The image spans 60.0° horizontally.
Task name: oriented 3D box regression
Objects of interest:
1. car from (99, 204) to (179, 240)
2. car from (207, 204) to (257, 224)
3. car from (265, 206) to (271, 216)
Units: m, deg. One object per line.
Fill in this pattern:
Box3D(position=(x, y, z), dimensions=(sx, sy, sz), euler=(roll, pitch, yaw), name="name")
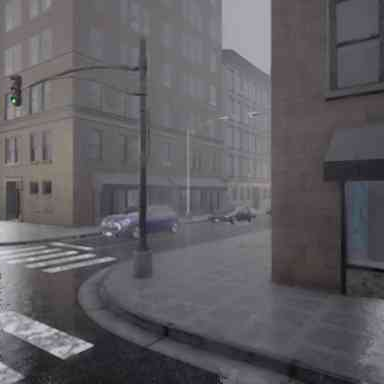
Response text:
Box3D(position=(-2.707, 1.446, 17.819), dimensions=(2.097, 1.767, 4.553), euler=(0, 0, 36), name="car")
Box3D(position=(3.338, 1.699, 26.314), dimensions=(2.033, 1.411, 5.357), euler=(0, 0, 35), name="car")
Box3D(position=(9.535, 1.756, 34.990), dimensions=(2.033, 1.411, 5.357), euler=(0, 0, 36), name="car")
